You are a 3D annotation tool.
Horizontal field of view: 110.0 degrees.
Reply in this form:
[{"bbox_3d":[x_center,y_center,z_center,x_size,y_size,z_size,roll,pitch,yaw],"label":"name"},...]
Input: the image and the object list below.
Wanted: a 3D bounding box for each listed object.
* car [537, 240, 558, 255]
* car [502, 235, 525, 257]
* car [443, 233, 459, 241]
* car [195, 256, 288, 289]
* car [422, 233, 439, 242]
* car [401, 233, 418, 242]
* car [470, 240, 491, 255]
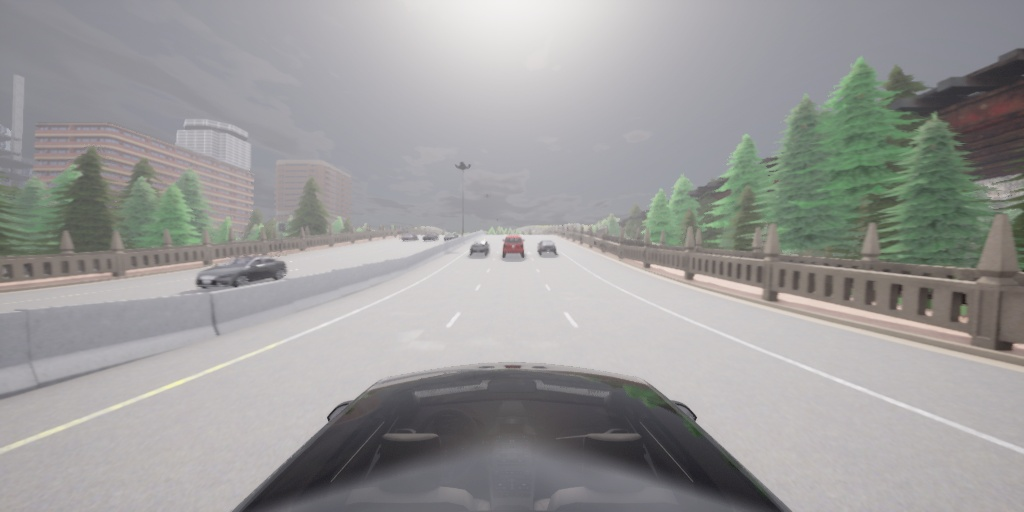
[{"bbox_3d":[3.695,-0.978,38.183,1.812,1.442,4.674,0,6,1],"label":"car"},{"bbox_3d":[0.168,-1.079,36.231,2.150,2.045,5.566,0,6,1],"label":"car"},{"bbox_3d":[-10.263,-3.204,60.594,1.994,1.385,4.181,0,6,1],"label":"car"},{"bbox_3d":[-14.028,0.775,18.938,2.128,1.511,4.902,0,4,1],"label":"car"},{"bbox_3d":[-13.753,-3.159,60.552,1.895,1.301,4.718,0,6,1],"label":"car"},{"bbox_3d":[-17.255,-3.194,60.544,1.994,1.385,4.181,0,6,1],"label":"car"},{"bbox_3d":[-3.312,-0.955,37.680,2.128,1.511,4.902,0,6,1],"label":"car"}]
